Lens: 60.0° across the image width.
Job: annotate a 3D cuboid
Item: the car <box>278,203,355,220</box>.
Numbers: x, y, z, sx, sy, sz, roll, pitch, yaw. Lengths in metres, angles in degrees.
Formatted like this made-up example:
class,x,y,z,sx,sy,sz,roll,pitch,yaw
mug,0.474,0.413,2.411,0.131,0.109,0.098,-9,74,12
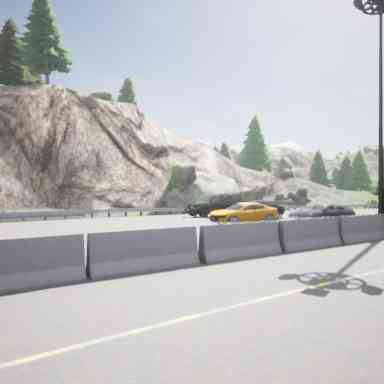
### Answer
class,x,y,z,sx,sy,sz,roll,pitch,yaw
car,8.243,1.481,21.140,4.902,1.511,2.128,0,0,-28

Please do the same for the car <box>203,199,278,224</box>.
class,x,y,z,sx,sy,sz,roll,pitch,yaw
car,3.549,1.469,22.549,5.008,1.535,1.882,0,0,-29

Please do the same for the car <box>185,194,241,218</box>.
class,x,y,z,sx,sy,sz,roll,pitch,yaw
car,2.109,1.211,29.780,5.566,2.045,2.150,0,0,-28
